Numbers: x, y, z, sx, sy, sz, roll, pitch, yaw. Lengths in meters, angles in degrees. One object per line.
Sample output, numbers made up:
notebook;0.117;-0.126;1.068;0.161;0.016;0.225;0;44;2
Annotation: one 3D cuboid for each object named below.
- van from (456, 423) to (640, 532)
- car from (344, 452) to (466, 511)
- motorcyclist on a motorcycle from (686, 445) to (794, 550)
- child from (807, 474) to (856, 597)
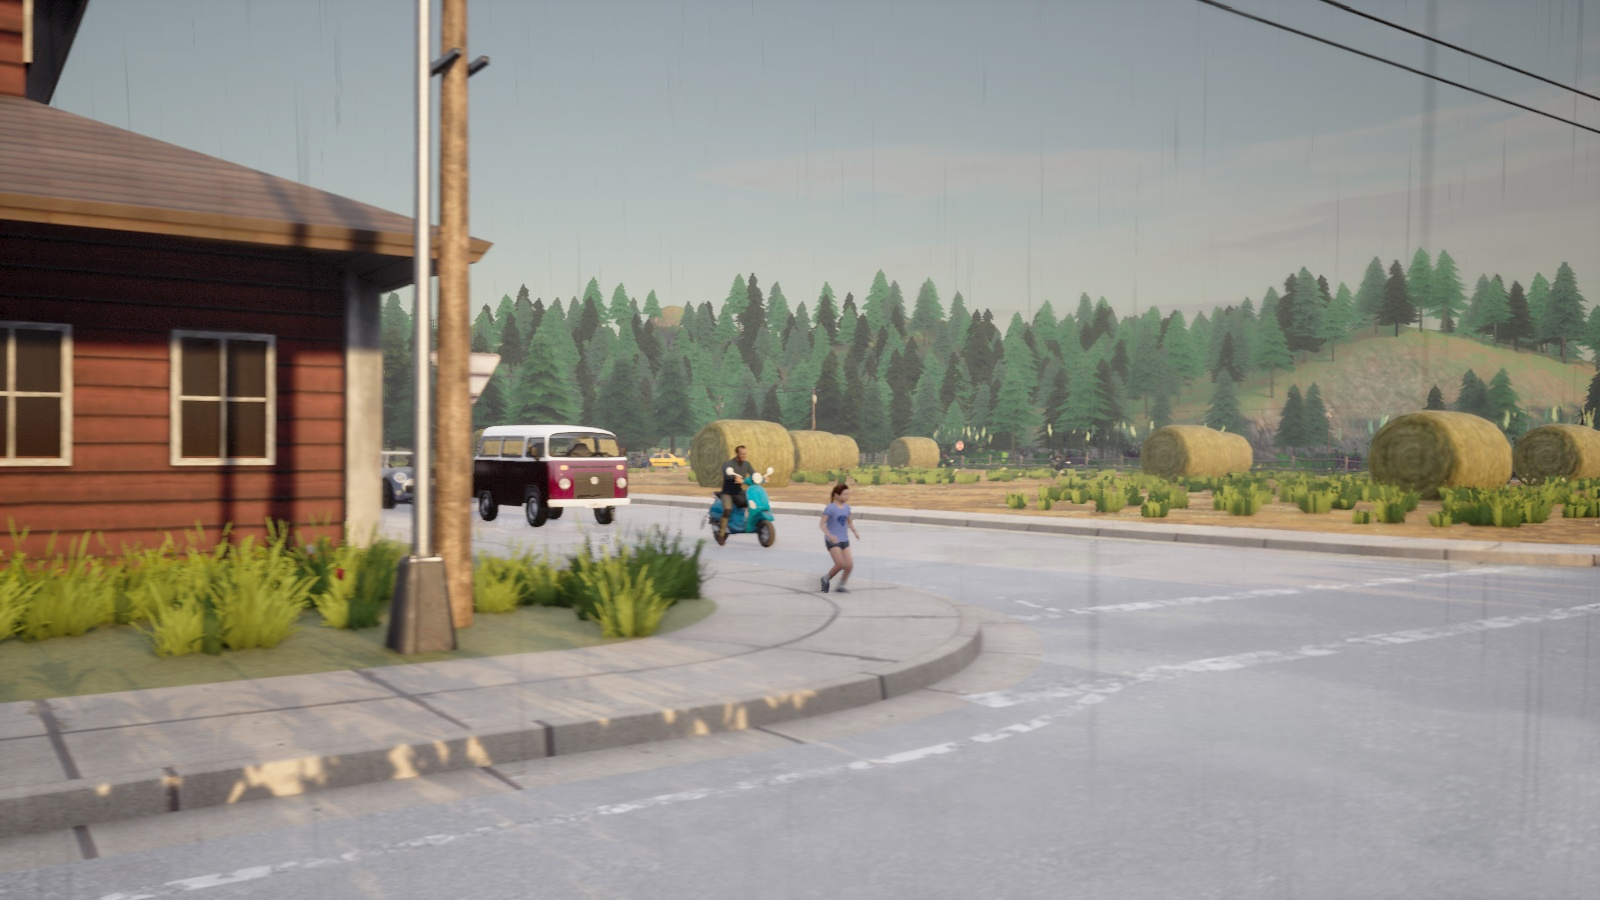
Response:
van;-5.284;0.513;25.891;2.069;2.038;4.480;0;0;-36
car;-10.442;0.783;33.068;1.970;1.475;3.806;0;0;-36
motorcyclist on a motorcycle;-0.975;0.719;19.895;0.866;1.590;1.817;0;0;-36
child;0.295;0.786;11.716;0.255;1.110;0.394;0;0;-40
